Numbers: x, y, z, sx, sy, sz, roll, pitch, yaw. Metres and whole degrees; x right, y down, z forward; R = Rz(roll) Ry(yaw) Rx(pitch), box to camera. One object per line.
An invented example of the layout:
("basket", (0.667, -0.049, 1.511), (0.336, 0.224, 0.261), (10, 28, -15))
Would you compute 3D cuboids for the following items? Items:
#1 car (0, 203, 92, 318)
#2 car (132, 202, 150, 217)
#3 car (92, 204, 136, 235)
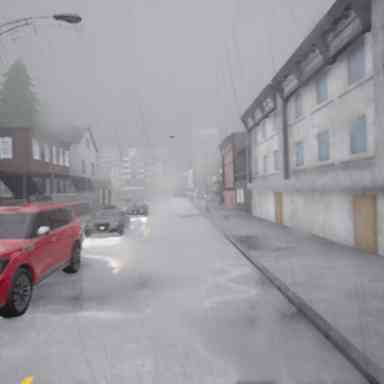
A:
("car", (-4.313, 1.332, 7.963), (2.150, 2.045, 5.566), (-2, 0, -2))
("car", (-5.115, 1.648, 31.853), (1.994, 1.385, 4.181), (-2, 0, -2))
("car", (-4.698, 1.662, 19.093), (1.994, 1.385, 4.181), (-2, 0, -2))
